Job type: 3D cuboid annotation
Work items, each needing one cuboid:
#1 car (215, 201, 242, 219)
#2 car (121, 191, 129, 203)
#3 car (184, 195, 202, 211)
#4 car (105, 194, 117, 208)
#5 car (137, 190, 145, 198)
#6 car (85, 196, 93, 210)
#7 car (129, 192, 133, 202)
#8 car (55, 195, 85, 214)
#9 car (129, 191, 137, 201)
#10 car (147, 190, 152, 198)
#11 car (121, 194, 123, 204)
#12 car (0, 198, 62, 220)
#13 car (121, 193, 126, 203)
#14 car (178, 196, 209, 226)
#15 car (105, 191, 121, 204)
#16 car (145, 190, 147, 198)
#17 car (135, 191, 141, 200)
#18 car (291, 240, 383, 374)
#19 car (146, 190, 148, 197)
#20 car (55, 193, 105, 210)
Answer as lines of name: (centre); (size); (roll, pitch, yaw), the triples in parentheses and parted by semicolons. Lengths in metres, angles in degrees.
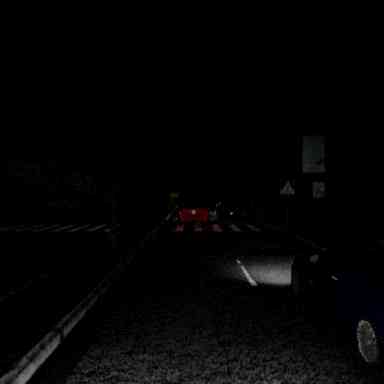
car: (3.098, 1.477, 28.518); (2.128, 1.511, 4.902); (0, 0, 0)
car: (-13.860, 1.155, 58.053); (4.553, 1.767, 2.185); (-1, 1, -20)
car: (0.096, 1.308, 41.066); (2.097, 1.767, 4.553); (0, 0, 0)
car: (-13.663, 1.409, 46.115); (5.366, 1.575, 1.946); (-1, 0, -20)
car: (-13.799, 0.789, 73.080); (5.566, 2.045, 2.435); (-1, 1, -20)
car: (-13.844, 1.503, 37.041); (4.674, 1.452, 2.002); (-1, 0, -20)
car: (-13.829, 1.276, 61.066); (4.674, 1.452, 2.002); (-1, 1, -20)
car: (-14.013, 1.471, 33.968); (5.366, 1.575, 1.946); (-1, 0, -20)
car: (-13.817, 1.188, 64.065); (5.008, 1.535, 2.097); (-1, 1, -20)
car: (-13.840, 0.619, 85.049); (5.566, 2.045, 2.435); (-1, 1, -20)
car: (-13.857, 1.387, 52.042); (4.792, 1.488, 2.163); (-1, 1, -20)
car: (-13.819, 1.507, 28.045); (4.792, 1.488, 2.163); (-1, 0, -20)
car: (-13.832, 1.365, 55.067); (4.674, 1.452, 2.002); (-1, 0, -20)
car: (0.099, 1.340, 23.562); (2.097, 1.767, 4.553); (0, 0, 0)
car: (-13.862, 1.138, 49.040); (5.566, 2.045, 2.435); (-1, 1, -20)
car: (-13.644, 0.987, 76.136); (5.366, 1.575, 1.946); (-1, 1, -20)
car: (-13.795, 1.118, 70.082); (4.792, 1.488, 2.163); (-1, 1, -20)
car: (3.100, 1.523, 5.468); (1.812, 1.442, 4.674); (0, 0, 0)
car: (-13.989, 0.951, 79.002); (5.366, 1.575, 1.946); (-1, 1, -20)
car: (-13.815, 1.204, 40.060); (5.566, 2.045, 2.435); (-1, 0, -20)
